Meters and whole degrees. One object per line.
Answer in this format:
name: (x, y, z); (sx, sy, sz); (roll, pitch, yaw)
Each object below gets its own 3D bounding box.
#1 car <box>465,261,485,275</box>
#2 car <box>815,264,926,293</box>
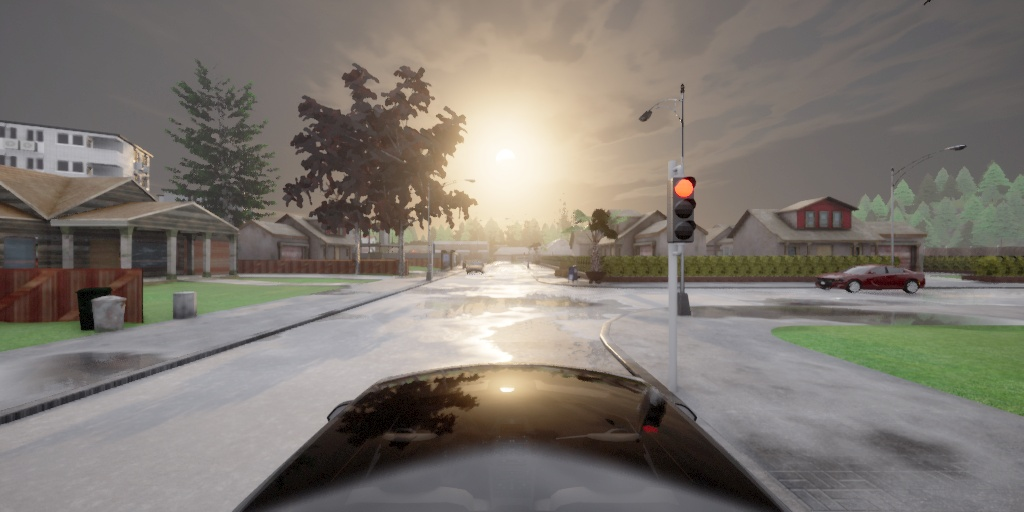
car: (-3.997, 1.304, 39.935); (2.033, 1.411, 5.357); (0, 0, 0)
car: (19.818, 1.227, 19.965); (5.008, 1.535, 1.882); (0, 0, 0)
